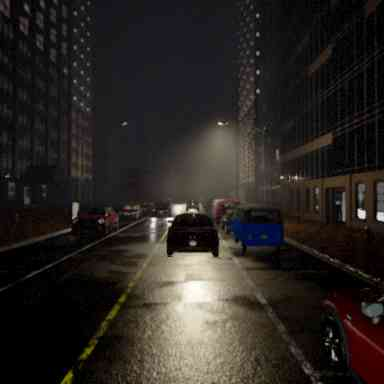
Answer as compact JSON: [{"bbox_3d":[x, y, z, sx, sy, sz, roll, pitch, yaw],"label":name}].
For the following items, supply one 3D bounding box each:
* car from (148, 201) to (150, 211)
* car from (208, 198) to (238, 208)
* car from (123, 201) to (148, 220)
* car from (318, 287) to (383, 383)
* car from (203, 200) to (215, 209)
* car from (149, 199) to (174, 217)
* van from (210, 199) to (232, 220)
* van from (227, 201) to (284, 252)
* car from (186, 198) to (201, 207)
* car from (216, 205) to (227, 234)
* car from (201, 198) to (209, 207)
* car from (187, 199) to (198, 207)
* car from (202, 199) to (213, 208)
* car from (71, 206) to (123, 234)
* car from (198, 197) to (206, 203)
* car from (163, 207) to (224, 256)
[{"bbox_3d":[-5.684,1.881,42.471,2.008,1.369,4.403,1,0,0],"label":"car"},{"bbox_3d":[2.699,1.516,25.573,2.192,1.841,5.009,1,0,0],"label":"car"},{"bbox_3d":[-5.684,1.795,31.186,2.008,1.369,4.403,1,0,0],"label":"car"},{"bbox_3d":[2.698,1.465,3.007,1.967,1.590,4.097,1,0,0],"label":"car"},{"bbox_3d":[2.696,1.998,53.777,1.802,1.307,4.206,1,0,0],"label":"car"},{"bbox_3d":[-3.002,1.796,34.869,1.837,1.490,4.892,0,-1,0],"label":"car"},{"bbox_3d":[2.699,1.585,31.214,1.690,1.788,3.998,1,0,0],"label":"van"},{"bbox_3d":[2.699,1.455,14.289,1.690,1.788,3.998,1,0,0],"label":"van"},{"bbox_3d":[0.099,1.911,46.938,2.033,1.411,5.357,0,0,0],"label":"car"},{"bbox_3d":[2.697,1.709,19.929,2.008,1.369,4.403,1,0,0],"label":"car"},{"bbox_3d":[2.699,1.645,42.496,2.192,1.841,5.009,1,0,0],"label":"car"},{"bbox_3d":[0.098,2.098,64.583,1.895,1.301,4.718,0,0,0],"label":"car"},{"bbox_3d":[2.697,1.985,59.588,1.752,1.417,4.829,1,0,0],"label":"car"},{"bbox_3d":[-5.682,1.598,19.902,1.967,1.590,4.097,1,0,0],"label":"car"},{"bbox_3d":[2.697,2.256,93.266,2.008,1.369,4.403,1,0,0],"label":"car"},{"bbox_3d":[0.020,1.586,13.593,1.882,1.535,5.008,0,0,0],"label":"car"}]
